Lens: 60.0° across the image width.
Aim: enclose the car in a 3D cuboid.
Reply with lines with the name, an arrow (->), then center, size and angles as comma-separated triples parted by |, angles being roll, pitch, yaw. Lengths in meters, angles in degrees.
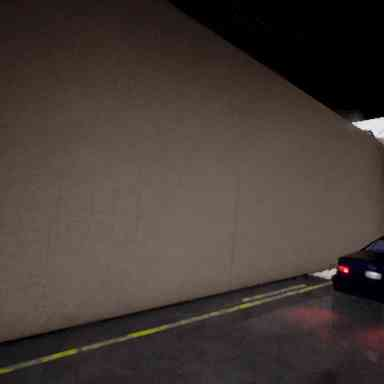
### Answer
car -> 5.391, 1.608, 7.618 | 5.357, 1.411, 2.033 | 1, 0, -36
